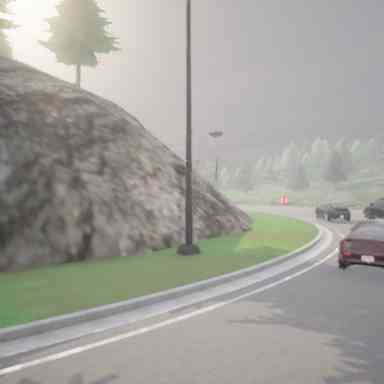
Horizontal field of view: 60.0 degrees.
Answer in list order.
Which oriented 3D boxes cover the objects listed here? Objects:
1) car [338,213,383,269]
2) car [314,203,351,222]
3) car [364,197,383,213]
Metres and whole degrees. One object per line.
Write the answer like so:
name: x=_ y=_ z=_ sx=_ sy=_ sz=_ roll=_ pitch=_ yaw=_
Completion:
car: x=6.038 y=1.616 z=10.662 sx=1.812 sy=1.442 sz=4.674 roll=0 pitch=0 yaw=37
car: x=12.266 y=1.753 z=29.301 sx=1.837 sy=1.490 sz=4.892 roll=1 pitch=0 yaw=3
car: x=15.557 y=1.437 z=26.071 sx=2.150 sy=2.045 sz=5.566 roll=0 pitch=0 yaw=7
